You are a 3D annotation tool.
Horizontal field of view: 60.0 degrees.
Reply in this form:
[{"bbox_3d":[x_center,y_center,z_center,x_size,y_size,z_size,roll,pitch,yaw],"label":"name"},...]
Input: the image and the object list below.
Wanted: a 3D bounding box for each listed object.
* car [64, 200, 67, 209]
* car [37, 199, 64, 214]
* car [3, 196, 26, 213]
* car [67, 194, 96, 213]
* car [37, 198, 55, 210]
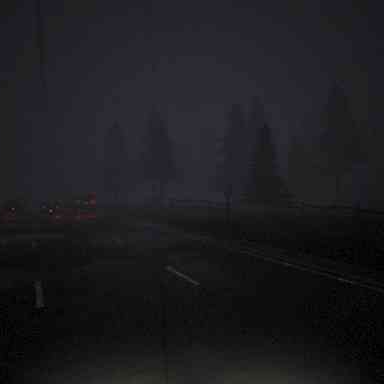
[{"bbox_3d":[-16.581,1.526,46.124,1.812,1.442,4.674,0,0,-26],"label":"car"},{"bbox_3d":[-15.171,1.601,35.481,1.895,1.301,4.718,0,0,-26],"label":"car"},{"bbox_3d":[-20.064,1.505,37.498,1.837,1.490,4.892,0,0,-26],"label":"car"},{"bbox_3d":[-12.317,1.221,37.468,2.150,2.045,5.566,0,0,-26],"label":"car"},{"bbox_3d":[-19.037,1.564,43.332,1.994,1.385,4.181,0,0,-27],"label":"car"}]
